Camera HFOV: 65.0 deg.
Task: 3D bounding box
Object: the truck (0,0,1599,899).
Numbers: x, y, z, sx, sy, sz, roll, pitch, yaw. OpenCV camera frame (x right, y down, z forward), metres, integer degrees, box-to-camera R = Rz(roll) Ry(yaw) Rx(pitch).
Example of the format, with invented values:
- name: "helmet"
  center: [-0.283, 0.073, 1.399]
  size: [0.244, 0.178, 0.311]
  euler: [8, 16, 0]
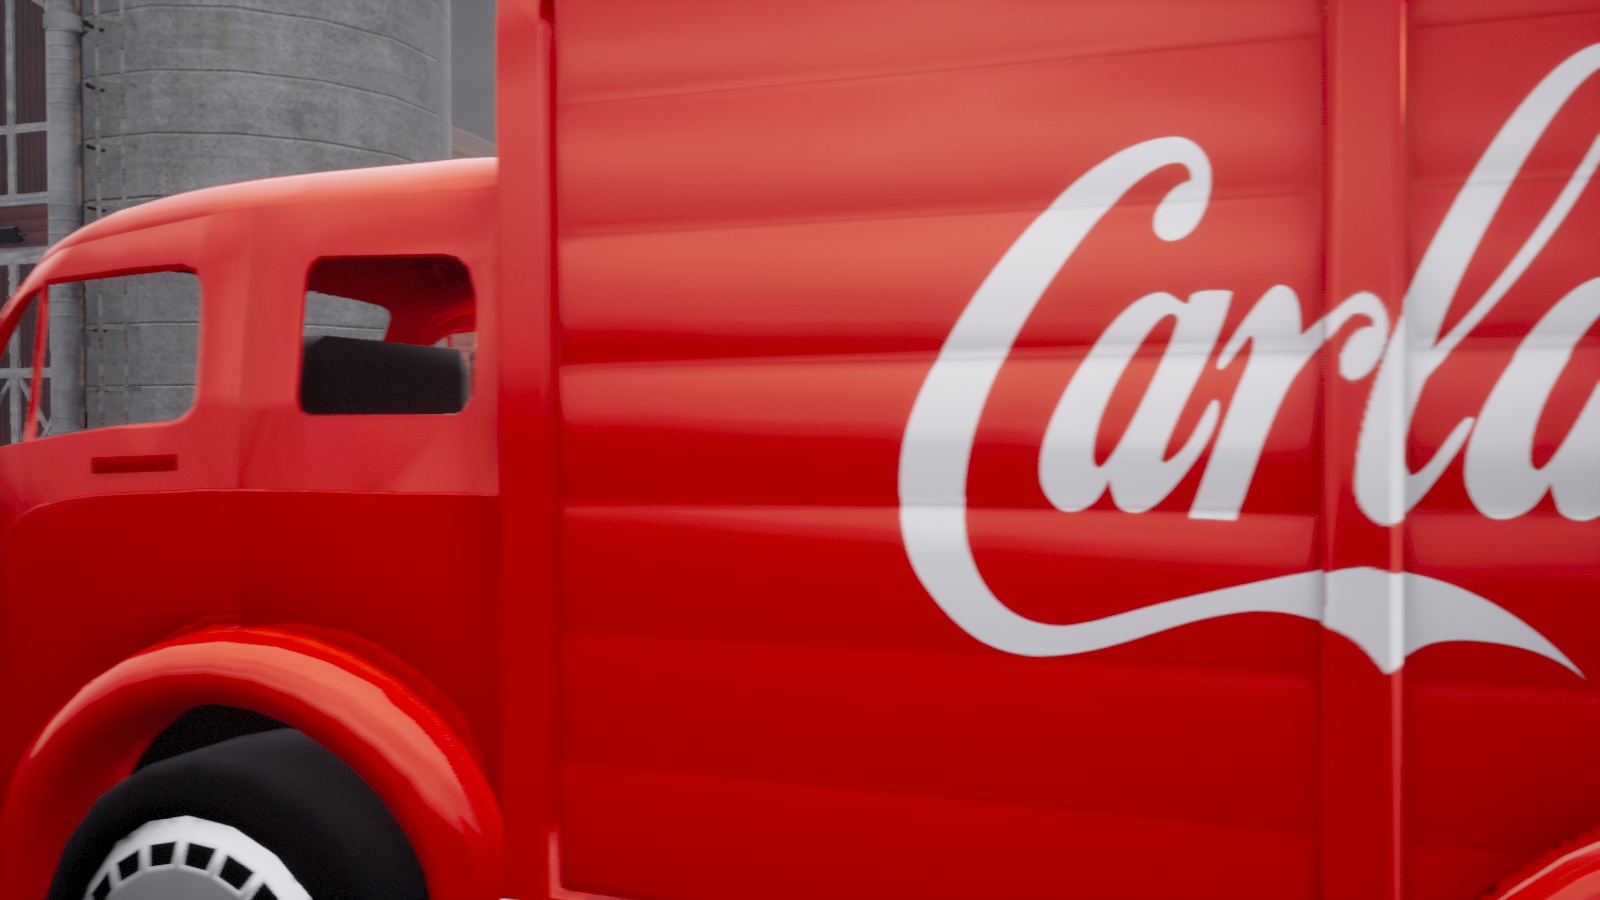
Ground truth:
- name: "truck"
  center: [0.378, 0.292, 3.058]
  size: [5.204, 2.467, 2.627]
  euler: [1, 1, 19]
